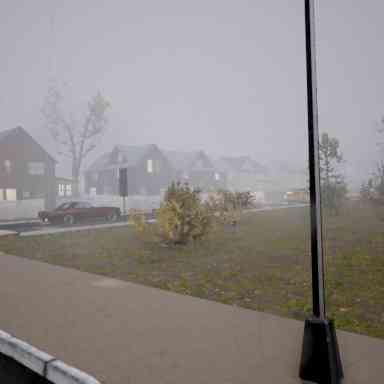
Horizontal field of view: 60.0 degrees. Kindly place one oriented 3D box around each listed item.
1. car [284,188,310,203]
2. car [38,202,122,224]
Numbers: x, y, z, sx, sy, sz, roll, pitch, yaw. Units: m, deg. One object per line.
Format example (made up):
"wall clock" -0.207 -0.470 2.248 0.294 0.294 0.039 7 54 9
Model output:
"car" 13.946 0.594 42.269 1.882 1.535 5.008 -2 -1 44
"car" -6.726 1.252 20.442 1.895 1.301 4.718 -2 -1 43
